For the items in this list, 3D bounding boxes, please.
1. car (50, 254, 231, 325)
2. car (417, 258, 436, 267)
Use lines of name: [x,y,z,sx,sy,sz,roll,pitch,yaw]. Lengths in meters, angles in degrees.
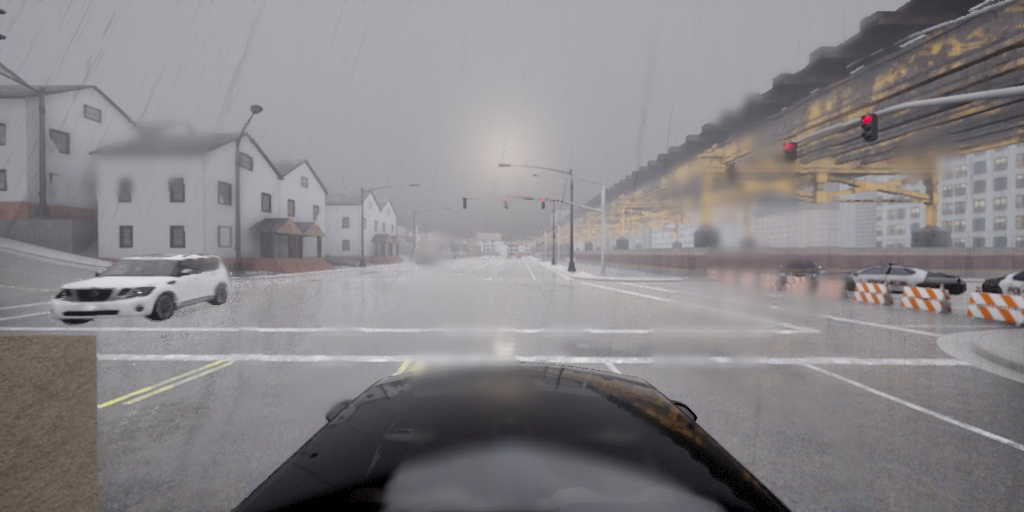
car: [-11.720,0.970,11.994,2.150,2.045,5.566,0,1,-16]
car: [-13.294,0.940,55.643,1.895,1.301,4.718,0,1,1]
